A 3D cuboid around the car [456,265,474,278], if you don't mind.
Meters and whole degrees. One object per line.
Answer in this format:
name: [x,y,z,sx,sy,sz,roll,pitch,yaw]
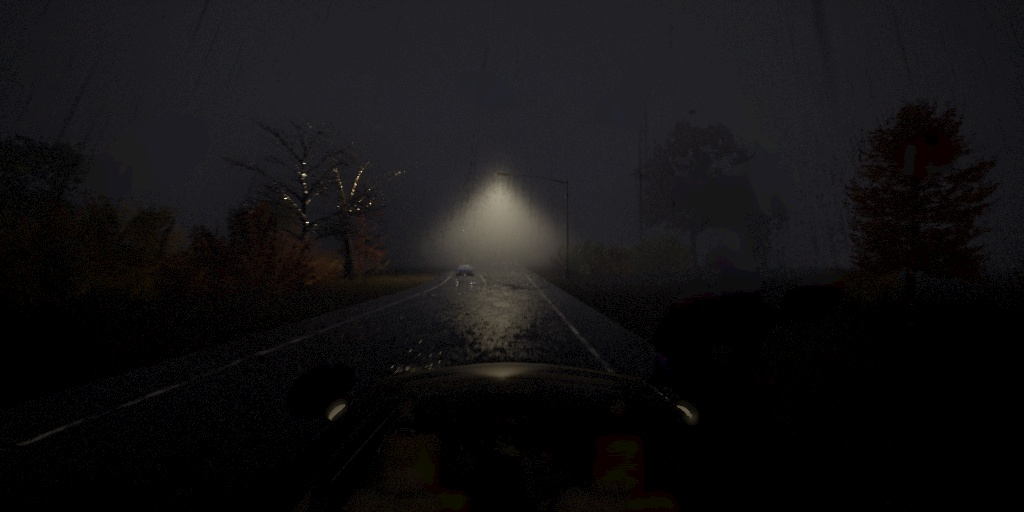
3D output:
car: [-5.119,1.661,39.133,1.895,1.301,4.718,0,0,-7]
